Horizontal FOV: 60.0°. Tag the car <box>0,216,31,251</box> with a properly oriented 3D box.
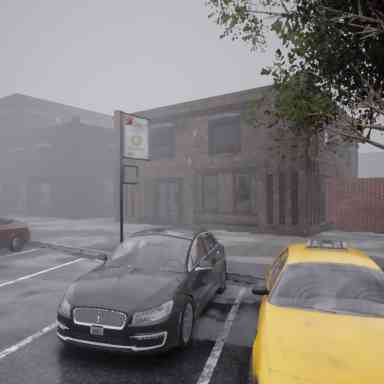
[{"bbox_3d":[-7.839,1.528,11.717,2.002,1.452,4.674,1,-1,16],"label":"car"}]

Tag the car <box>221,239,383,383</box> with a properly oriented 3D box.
[{"bbox_3d":[1.863,1.480,4.543,1.946,1.575,5.366,1,-1,16],"label":"car"}]

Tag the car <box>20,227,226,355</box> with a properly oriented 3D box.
[{"bbox_3d":[-0.523,1.487,6.474,2.231,1.521,4.892,1,-1,16],"label":"car"}]
